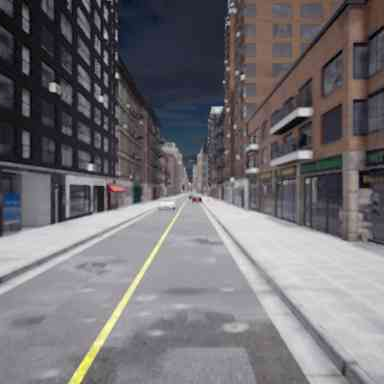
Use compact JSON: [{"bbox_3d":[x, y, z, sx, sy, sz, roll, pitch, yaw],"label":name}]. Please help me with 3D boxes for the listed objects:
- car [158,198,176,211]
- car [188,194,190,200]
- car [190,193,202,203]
[{"bbox_3d":[-2.826,1.386,38.640,1.812,1.442,4.674,0,0,0],"label":"car"},{"bbox_3d":[0.030,1.175,81.979,1.812,1.442,4.674,0,0,0],"label":"car"},{"bbox_3d":[0.985,1.285,63.776,1.882,1.535,5.008,0,0,0],"label":"car"}]
